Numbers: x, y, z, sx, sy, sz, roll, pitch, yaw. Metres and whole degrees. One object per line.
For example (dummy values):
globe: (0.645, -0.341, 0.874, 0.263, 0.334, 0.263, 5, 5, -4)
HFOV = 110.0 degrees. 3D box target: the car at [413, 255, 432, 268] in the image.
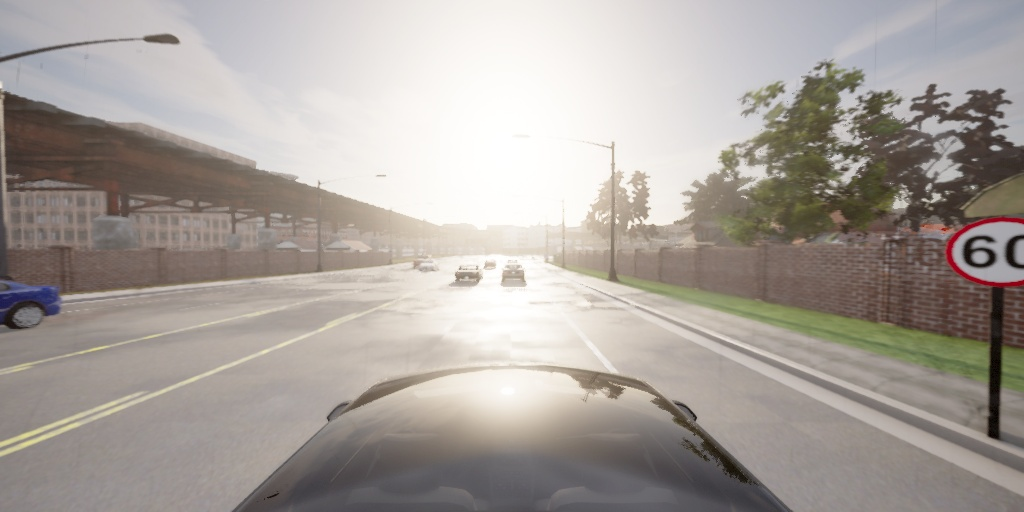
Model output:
car: (-13.987, 0.825, 56.776, 2.150, 2.045, 5.566, 0, 1, 0)

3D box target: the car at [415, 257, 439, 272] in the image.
car: (-10.514, 1.244, 45.665, 1.812, 1.442, 4.674, 0, 0, 1)

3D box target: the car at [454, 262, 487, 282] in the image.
car: (-3.394, 1.346, 29.133, 1.895, 1.301, 4.718, 0, 0, 0)

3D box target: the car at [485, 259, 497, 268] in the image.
car: (-3.387, 1.198, 57.406, 1.895, 1.301, 4.718, 0, 1, 0)

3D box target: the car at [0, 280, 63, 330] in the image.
car: (-14.095, 1.228, 8.312, 1.882, 1.535, 5.008, 0, 0, 0)

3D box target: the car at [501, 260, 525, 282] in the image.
car: (0.106, 1.292, 29.202, 2.033, 1.411, 5.357, 0, 0, 0)
